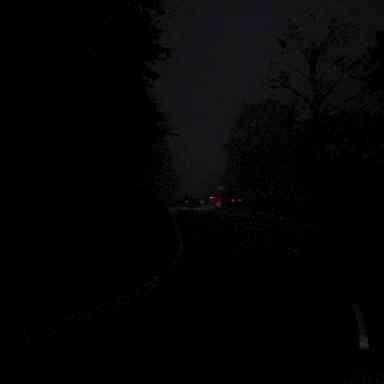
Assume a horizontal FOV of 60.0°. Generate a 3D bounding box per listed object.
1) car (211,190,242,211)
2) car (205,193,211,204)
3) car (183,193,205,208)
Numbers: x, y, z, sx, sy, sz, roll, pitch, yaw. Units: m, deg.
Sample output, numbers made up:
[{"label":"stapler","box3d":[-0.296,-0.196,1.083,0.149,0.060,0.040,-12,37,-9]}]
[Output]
[{"label":"car","box3d":[3.778,0.859,35.155,2.150,2.045,5.566,2,1,-5]},{"label":"car","box3d":[2.753,0.919,47.028,2.128,1.511,4.902,2,1,-5]},{"label":"car","box3d":[-0.013,0.934,38.906,1.882,1.535,5.008,2,1,-5]}]
